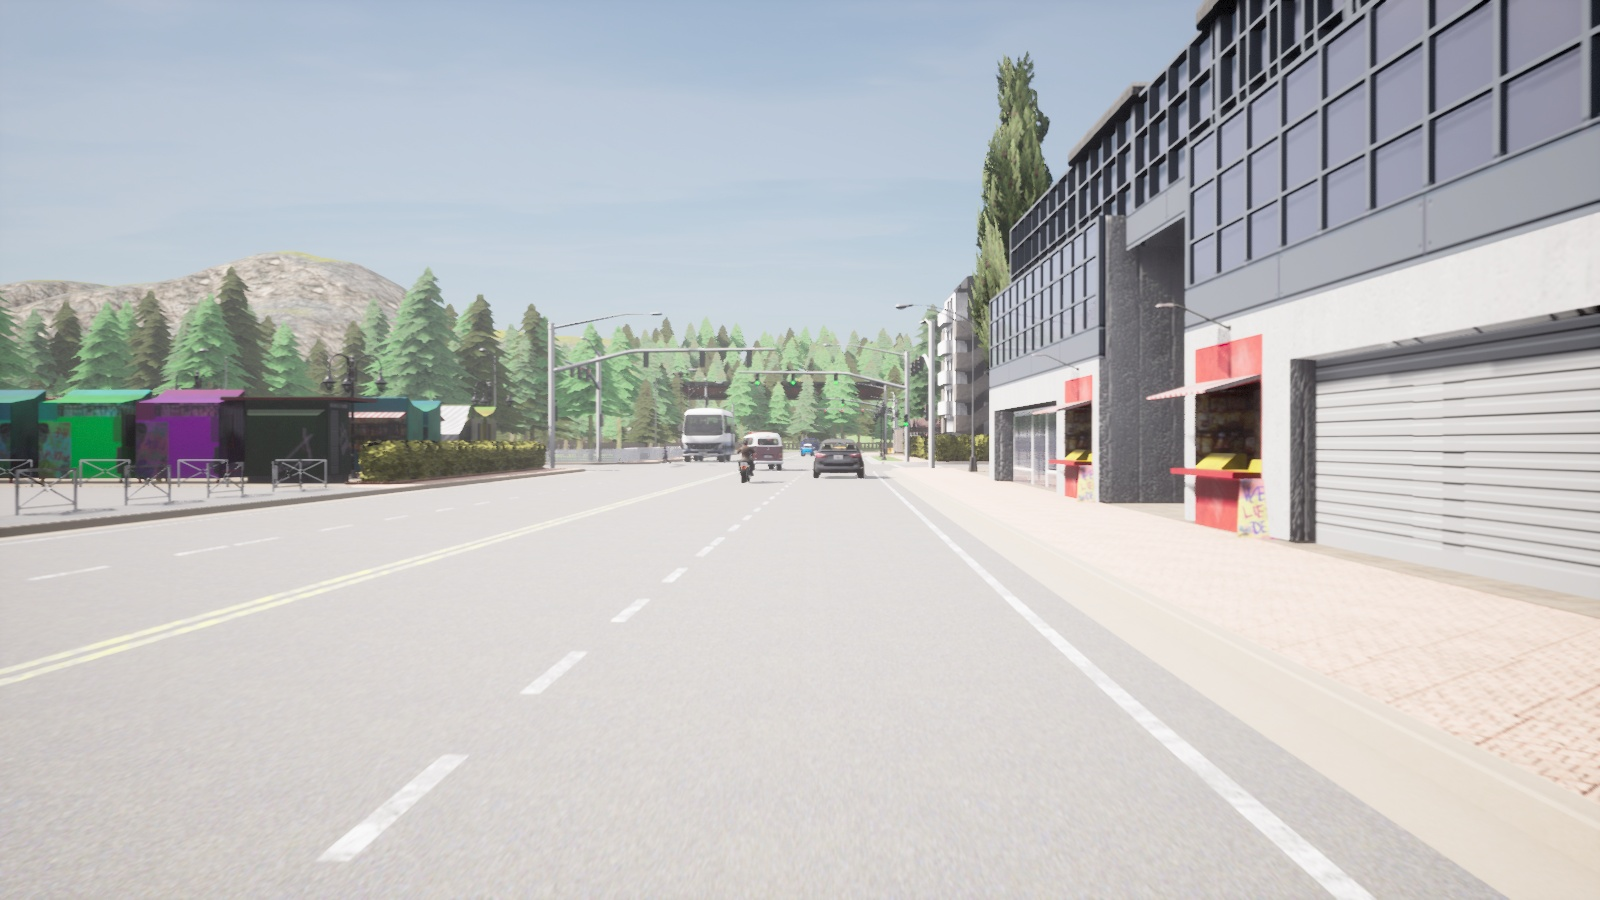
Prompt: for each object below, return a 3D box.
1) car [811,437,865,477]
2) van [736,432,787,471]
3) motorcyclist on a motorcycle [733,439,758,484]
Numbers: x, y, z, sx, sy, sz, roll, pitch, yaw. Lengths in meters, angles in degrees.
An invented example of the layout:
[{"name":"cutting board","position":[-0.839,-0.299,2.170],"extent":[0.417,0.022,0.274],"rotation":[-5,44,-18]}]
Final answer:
[{"name":"car","position":[1.679,0.283,54.935],"extent":[2.242,1.667,4.611],"rotation":[0,0,2]},{"name":"van","position":[-2.163,0.079,69.066],"extent":[2.069,2.038,4.480],"rotation":[0,0,-12]},{"name":"motorcyclist on a motorcycle","position":[-2.061,0.426,47.695],"extent":[0.766,1.649,2.350],"rotation":[0,0,2]}]
